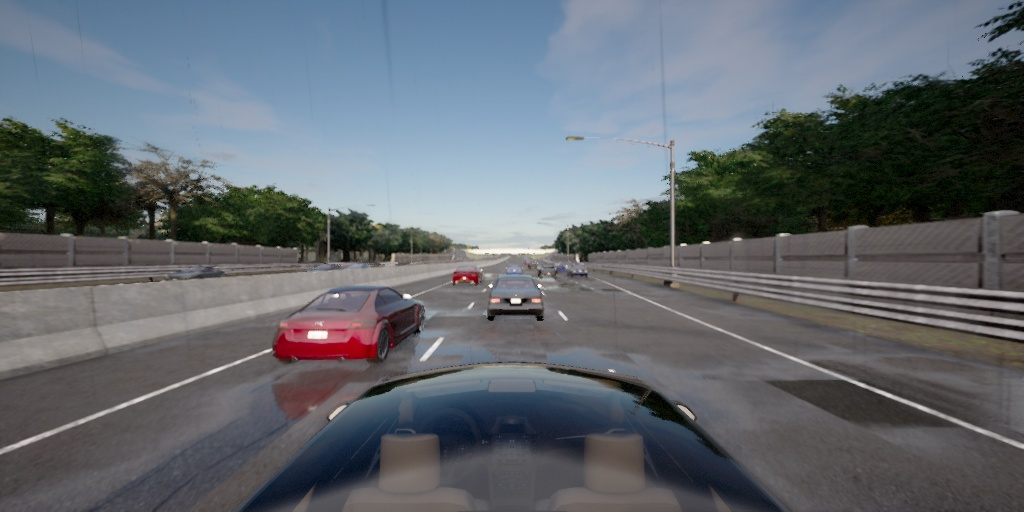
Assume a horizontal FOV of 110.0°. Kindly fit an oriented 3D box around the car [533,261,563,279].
[{"bbox_3d":[3.645,1.524,37.432,2.128,1.511,4.902,0,-1,0],"label":"car"}]

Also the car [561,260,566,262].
[{"bbox_3d":[7.272,1.504,49.994,2.097,1.767,4.553,0,-1,1],"label":"car"}]

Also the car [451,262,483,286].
[{"bbox_3d":[-3.320,1.423,27.541,1.882,1.535,5.008,0,0,0],"label":"car"}]

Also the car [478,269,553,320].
[{"bbox_3d":[0.119,1.379,12.979,2.033,1.411,5.357,0,0,0],"label":"car"}]

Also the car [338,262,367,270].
[{"bbox_3d":[-17.413,1.584,40.671,1.812,1.442,4.674,0,-1,1],"label":"car"}]

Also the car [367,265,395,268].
[{"bbox_3d":[-13.926,1.651,39.705,1.895,1.301,4.718,0,-1,1],"label":"car"}]

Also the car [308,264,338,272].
[{"bbox_3d":[-20.913,1.606,40.746,2.033,1.411,5.357,0,-1,1],"label":"car"}]

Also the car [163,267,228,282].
[{"bbox_3d":[-23.774,1.503,27.163,1.994,1.385,4.181,0,0,-3],"label":"car"}]

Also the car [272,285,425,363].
[{"bbox_3d":[-3.390,1.361,8.268,1.994,1.385,4.181,0,0,0],"label":"car"}]

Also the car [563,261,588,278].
[{"bbox_3d":[7.010,1.593,38.812,2.033,1.411,5.357,0,-1,2],"label":"car"}]

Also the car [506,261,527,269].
[{"bbox_3d":[0.269,1.604,40.215,2.033,1.411,5.357,0,-1,0],"label":"car"}]
